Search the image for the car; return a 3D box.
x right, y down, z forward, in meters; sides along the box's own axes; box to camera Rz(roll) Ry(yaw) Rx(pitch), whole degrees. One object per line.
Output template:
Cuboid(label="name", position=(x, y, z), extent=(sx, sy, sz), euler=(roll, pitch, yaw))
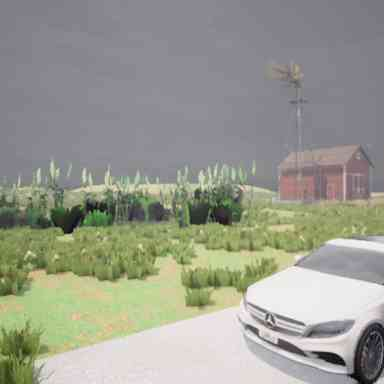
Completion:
Cuboid(label="car", position=(2.855, 1.507, 5.492), extent=(4.674, 1.442, 1.812), euler=(-1, 0, -35))
